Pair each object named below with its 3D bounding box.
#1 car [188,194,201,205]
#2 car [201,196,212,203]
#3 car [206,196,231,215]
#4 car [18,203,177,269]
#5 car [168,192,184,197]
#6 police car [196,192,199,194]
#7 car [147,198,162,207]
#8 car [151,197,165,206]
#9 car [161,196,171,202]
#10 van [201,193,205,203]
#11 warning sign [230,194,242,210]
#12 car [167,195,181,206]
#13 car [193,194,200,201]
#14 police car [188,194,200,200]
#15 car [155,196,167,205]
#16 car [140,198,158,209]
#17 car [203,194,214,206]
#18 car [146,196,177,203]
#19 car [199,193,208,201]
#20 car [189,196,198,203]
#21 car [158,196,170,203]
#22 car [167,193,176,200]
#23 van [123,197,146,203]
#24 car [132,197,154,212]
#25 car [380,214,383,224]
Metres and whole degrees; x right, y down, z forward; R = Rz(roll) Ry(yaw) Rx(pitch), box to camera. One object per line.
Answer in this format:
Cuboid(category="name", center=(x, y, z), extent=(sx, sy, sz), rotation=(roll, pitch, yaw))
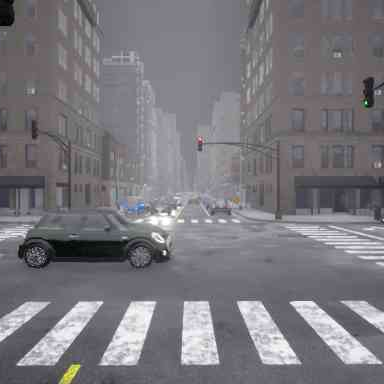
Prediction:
Cuboid(category="car", center=(0.299, 1.528, 59.130), extent=(1.812, 1.442, 4.674), rotation=(0, 0, 0))
Cuboid(category="car", center=(2.894, 1.551, 67.365), extent=(2.008, 1.369, 4.403), rotation=(0, 0, 0))
Cuboid(category="car", center=(2.778, 1.442, 33.350), extent=(1.967, 1.590, 4.097), rotation=(0, 0, 0))
Cuboid(category="car", center=(-2.892, 1.352, 10.636), extent=(4.553, 1.767, 2.097), rotation=(0, 0, 0))
Cuboid(category="car", center=(-2.904, 1.224, 54.492), extent=(2.150, 2.045, 5.566), rotation=(0, 0, 0))
Cuboid(category="police car", center=(1.064, 1.421, 79.446), extent=(1.930, 1.638, 5.238), rotation=(0, 0, -1))
Cuboid(category="car", center=(-5.690, 1.585, 50.381), extent=(1.802, 1.307, 4.206), rotation=(0, 0, 0))
Cuboid(category="car", center=(-5.671, 1.568, 56.050), extent=(1.947, 1.339, 4.313), rotation=(0, 0, 0))
Cuboid(category="car", center=(-5.613, 1.543, 73.054), extent=(1.887, 1.381, 4.507), rotation=(0, 0, 0))
Cuboid(category="van", center=(2.855, 1.344, 56.026), extent=(1.690, 1.788, 3.998), rotation=(0, 0, 0))
Cuboid(category="warning sign", center=(5.199, 1.118, 39.336), extent=(1.300, 1.860, 1.060), rotation=(0, 0, 0))
Cuboid(category="car", center=(-2.953, 1.494, 43.762), extent=(2.128, 1.511, 4.902), rotation=(0, 0, 0))
Cuboid(category="car", center=(1.088, 1.448, 89.541), extent=(1.801, 1.575, 5.366), rotation=(0, 0, 0))
Cuboid(category="police car", center=(0.595, 1.414, 95.369), extent=(1.930, 1.638, 5.238), rotation=(0, 0, -16))
Cuboid(category="car", center=(-5.652, 1.527, 61.548), extent=(1.752, 1.417, 4.829), rotation=(0, 0, 0))
Cuboid(category="car", center=(-5.709, 1.569, 44.713), extent=(1.947, 1.339, 4.313), rotation=(0, 0, 0))
Cuboid(category="car", center=(2.816, 1.443, 44.688), extent=(1.967, 1.590, 4.097), rotation=(0, 0, 0))
Cuboid(category="car", center=(-2.993, 1.493, 33.517), extent=(2.128, 1.511, 4.902), rotation=(0, 0, 0))
Cuboid(category="car", center=(2.951, 1.309, 84.372), extent=(2.192, 1.841, 5.009), rotation=(0, 0, 0))
Cuboid(category="car", center=(0.287, 1.601, 69.242), extent=(1.895, 1.301, 4.718), rotation=(0, 0, 1))
Cuboid(category="car", center=(-5.632, 1.566, 67.386), extent=(1.947, 1.339, 4.313), rotation=(0, 0, 0))
Cuboid(category="car", center=(-5.555, 1.306, 90.059), extent=(2.192, 1.841, 5.009), rotation=(0, 0, 0))
Cuboid(category="van", center=(-5.748, 1.343, 33.376), extent=(1.690, 1.788, 3.998), rotation=(0, 0, 0))
Cuboid(category="car", center=(-5.729, 1.443, 39.045), extent=(1.967, 1.590, 4.097), rotation=(0, 0, 0))
Cuboid(category="car", center=(14.355, 1.520, 20.697), extent=(4.892, 1.490, 1.837), rotation=(0, 0, 0))
